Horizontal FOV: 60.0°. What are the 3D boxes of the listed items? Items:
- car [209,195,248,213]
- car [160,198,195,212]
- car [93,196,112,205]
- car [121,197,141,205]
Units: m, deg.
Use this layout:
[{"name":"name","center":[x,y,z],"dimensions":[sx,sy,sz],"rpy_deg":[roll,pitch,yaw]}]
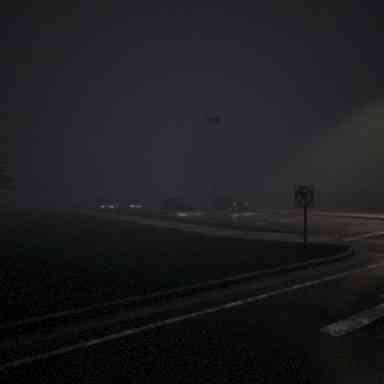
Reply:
[{"name":"car","center":[3.866,1.236,35.466],"dimensions":[2.097,1.767,4.553],"rpy_deg":[0,0,-36]},{"name":"car","center":[-1.667,1.379,37.100],"dimensions":[1.882,1.535,5.008],"rpy_deg":[0,0,-36]},{"name":"car","center":[-14.960,1.380,55.568],"dimensions":[1.882,1.535,5.008],"rpy_deg":[0,0,-36]},{"name":"car","center":[-10.067,1.450,54.714],"dimensions":[1.994,1.385,4.181],"rpy_deg":[0,0,-35]}]
